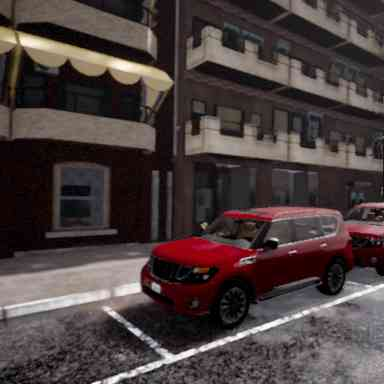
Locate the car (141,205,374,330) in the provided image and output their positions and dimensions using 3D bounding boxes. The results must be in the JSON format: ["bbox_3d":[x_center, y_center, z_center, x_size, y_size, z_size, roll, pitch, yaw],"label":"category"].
[{"bbox_3d":[1.447,1.293,7.100,5.009,1.841,2.192,0,2,-35],"label":"car"}]

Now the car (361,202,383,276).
[{"bbox_3d":[5.949,1.269,10.310,5.009,1.841,2.192,0,2,-35],"label":"car"}]
